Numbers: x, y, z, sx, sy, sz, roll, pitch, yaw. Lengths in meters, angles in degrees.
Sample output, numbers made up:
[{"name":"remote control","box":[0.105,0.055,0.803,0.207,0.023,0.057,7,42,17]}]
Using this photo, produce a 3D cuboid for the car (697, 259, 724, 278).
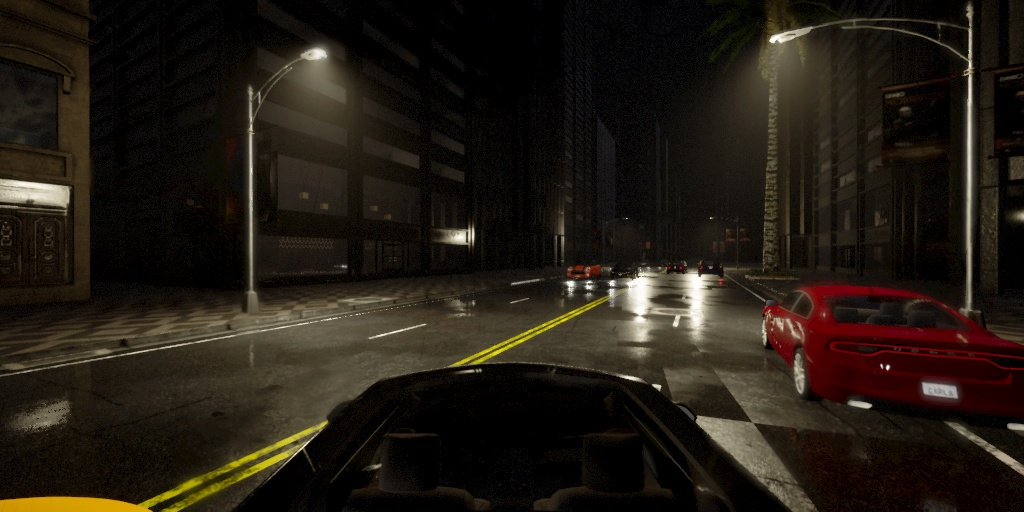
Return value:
[{"name":"car","box":[19.305,1.118,34.939,2.097,1.767,4.553,0,0,27]}]

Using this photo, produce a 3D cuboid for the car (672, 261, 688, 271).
[{"name":"car","box":[23.559,1.381,50.258,1.895,1.301,4.718,0,0,27]}]

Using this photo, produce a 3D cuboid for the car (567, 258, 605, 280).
[{"name":"car","box":[6.472,1.112,31.719,2.097,1.767,4.553,0,0,27]}]

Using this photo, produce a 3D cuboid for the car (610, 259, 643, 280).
[{"name":"car","box":[9.809,1.266,31.098,1.837,1.490,4.892,0,0,27]}]

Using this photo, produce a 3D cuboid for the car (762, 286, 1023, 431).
[{"name":"car","box":[5.516,1.228,5.869,1.882,1.535,5.008,0,0,27]}]

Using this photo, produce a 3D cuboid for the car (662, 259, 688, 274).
[{"name":"car","box":[18.667,1.317,40.762,2.033,1.411,5.357,0,0,27]}]
